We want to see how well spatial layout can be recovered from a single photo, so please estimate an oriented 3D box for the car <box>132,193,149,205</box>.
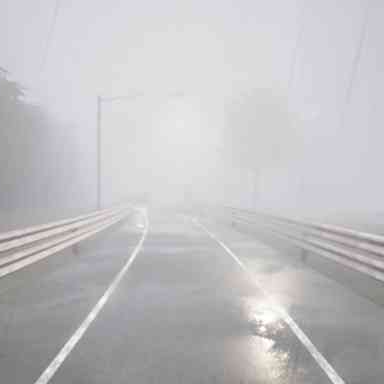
[{"bbox_3d":[-8.604,1.118,55.124,2.150,2.045,5.566,0,0,-20],"label":"car"}]
